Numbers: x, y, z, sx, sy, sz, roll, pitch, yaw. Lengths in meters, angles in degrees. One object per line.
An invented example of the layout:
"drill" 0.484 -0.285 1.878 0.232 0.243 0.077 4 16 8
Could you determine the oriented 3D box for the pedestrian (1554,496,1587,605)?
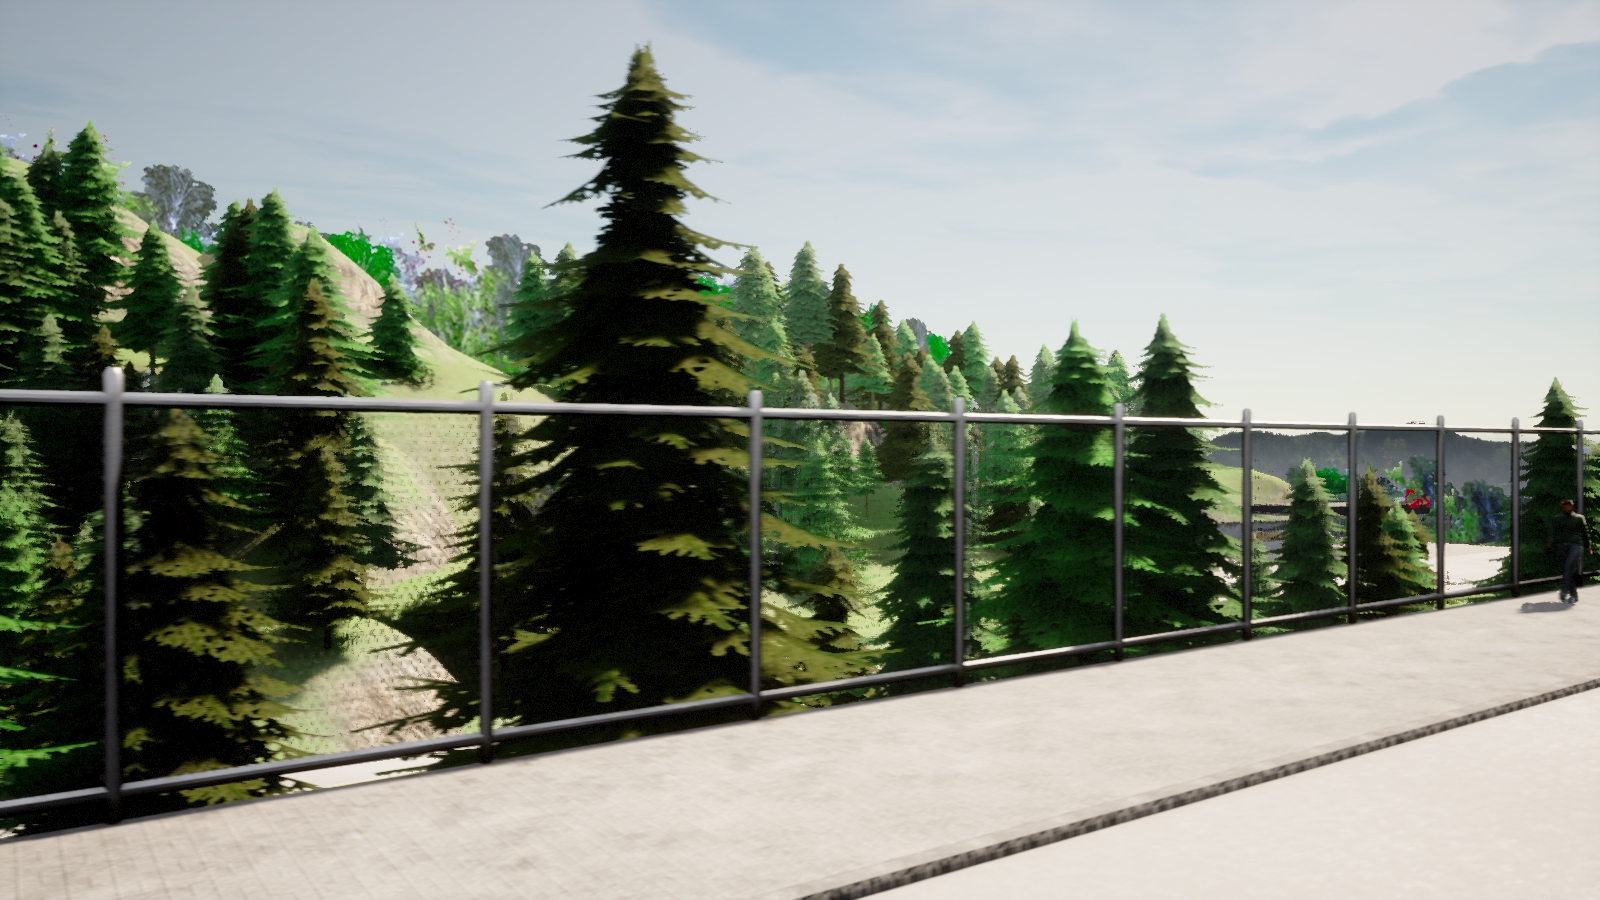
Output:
"pedestrian" 13.446 1.746 19.927 0.375 1.860 0.375 0 0 -37
